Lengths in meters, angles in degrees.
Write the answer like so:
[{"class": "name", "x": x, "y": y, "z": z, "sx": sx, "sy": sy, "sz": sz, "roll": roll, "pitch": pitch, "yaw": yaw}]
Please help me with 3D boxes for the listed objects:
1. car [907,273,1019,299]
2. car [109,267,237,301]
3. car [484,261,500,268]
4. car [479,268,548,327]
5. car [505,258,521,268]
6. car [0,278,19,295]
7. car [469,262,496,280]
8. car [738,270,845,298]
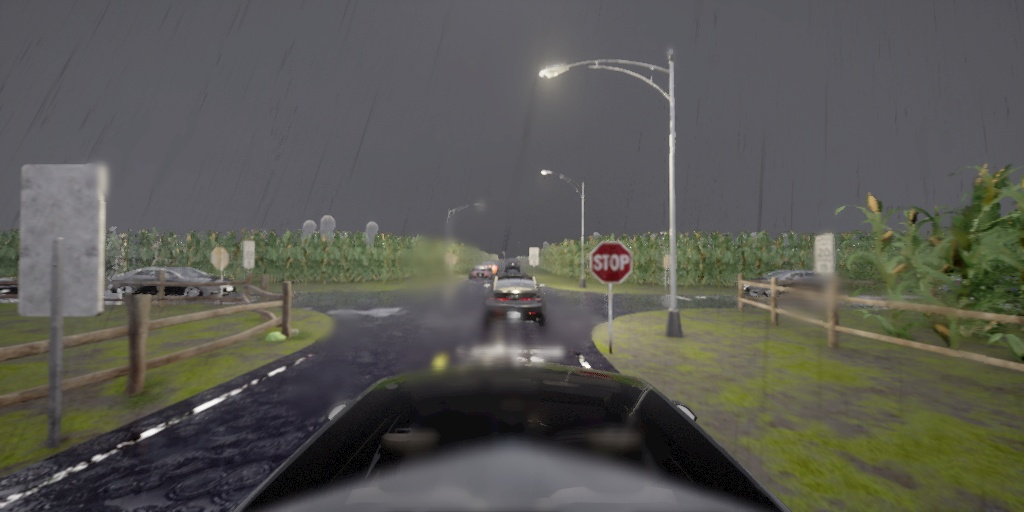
[{"class": "car", "x": 24.652, "y": 1.611, "z": 19.130, "sx": 5.357, "sy": 1.411, "sz": 2.033, "roll": 0, "pitch": -1, "yaw": 1}, {"class": "car", "x": -15.542, "y": 1.253, "z": 16.617, "sx": 4.902, "sy": 1.511, "sz": 2.128, "roll": 0, "pitch": -1, "yaw": -1}, {"class": "car", "x": -2.842, "y": 1.400, "z": 44.286, "sx": 2.097, "sy": 1.767, "sz": 4.553, "roll": 0, "pitch": 0, "yaw": 0}, {"class": "car", "x": 0.097, "y": 1.330, "z": 11.886, "sx": 1.837, "sy": 1.490, "sz": 4.892, "roll": 0, "pitch": 0, "yaw": 0}, {"class": "car", "x": 0.097, "y": 1.330, "z": 53.615, "sx": 2.150, "sy": 2.045, "sz": 5.566, "roll": 0, "pitch": 0, "yaw": 0}, {"class": "car", "x": -25.723, "y": 1.308, "z": 16.678, "sx": 4.718, "sy": 1.301, "sz": 1.895, "roll": 0, "pitch": -1, "yaw": 1}, {"class": "car", "x": -2.854, "y": 1.544, "z": 34.194, "sx": 1.994, "sy": 1.385, "sz": 4.181, "roll": 0, "pitch": 0, "yaw": 0}, {"class": "car", "x": 14.842, "y": 1.489, "z": 19.223, "sx": 4.902, "sy": 1.511, "sz": 2.128, "roll": 0, "pitch": -1, "yaw": 1}]
